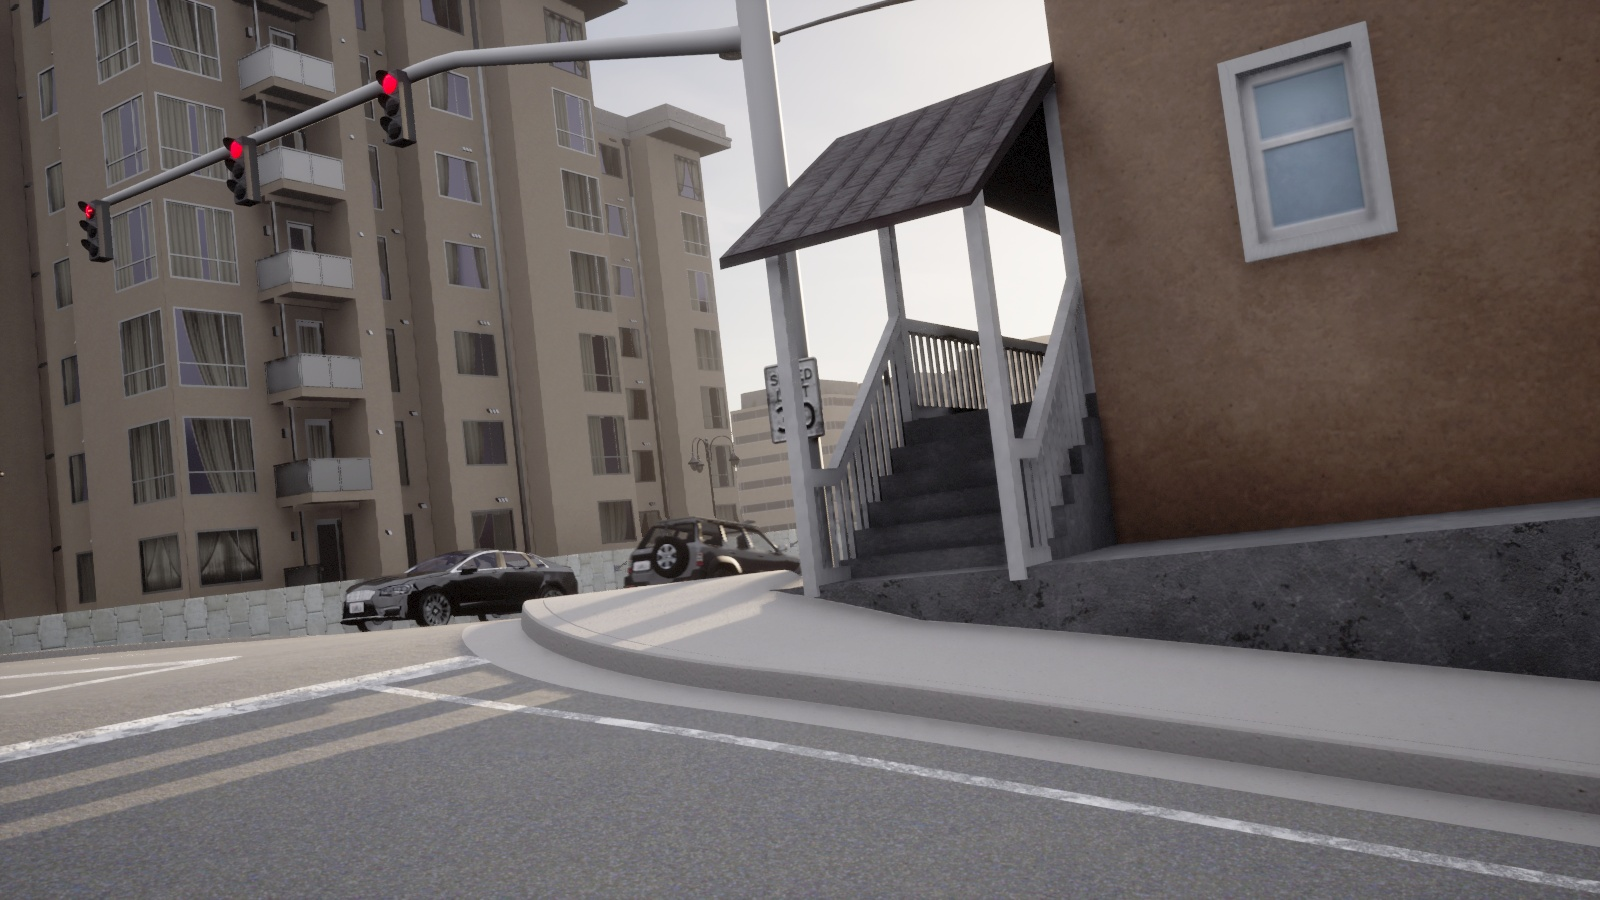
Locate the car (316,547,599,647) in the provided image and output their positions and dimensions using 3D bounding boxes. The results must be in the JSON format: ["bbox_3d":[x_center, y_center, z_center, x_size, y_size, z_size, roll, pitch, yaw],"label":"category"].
[{"bbox_3d":[-6.320,2.716,23.739,2.128,1.511,4.902,-10,-9,33],"label":"car"}]

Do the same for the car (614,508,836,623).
[{"bbox_3d":[-1.381,2.397,24.914,1.932,1.855,4.605,-10,-13,33],"label":"car"}]
